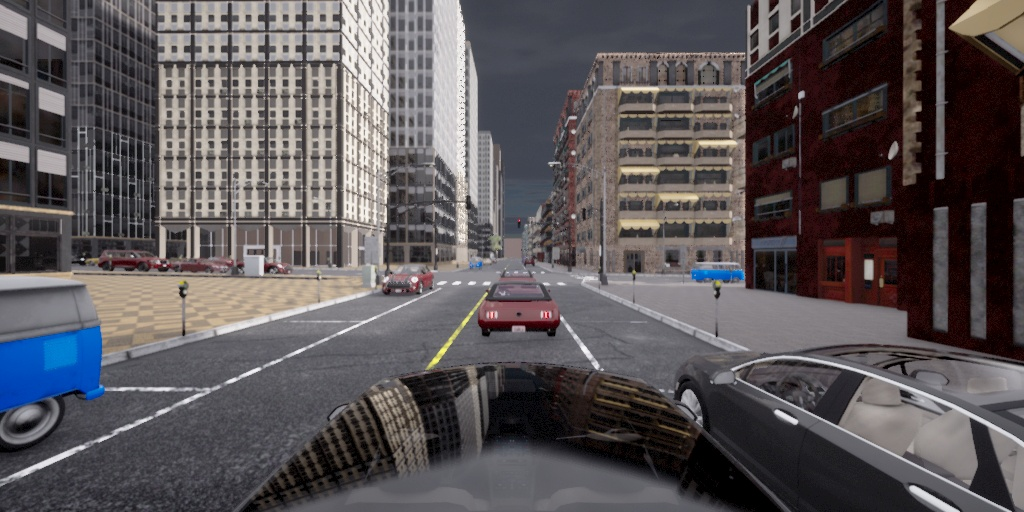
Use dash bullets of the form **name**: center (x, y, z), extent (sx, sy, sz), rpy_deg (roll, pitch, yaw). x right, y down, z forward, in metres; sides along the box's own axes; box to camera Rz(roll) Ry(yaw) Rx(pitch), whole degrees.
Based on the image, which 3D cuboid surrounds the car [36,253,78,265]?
- **car**: center (-48.770, 0.364, 38.958), extent (4.313, 1.339, 1.948), rpy_deg (0, 0, 0)

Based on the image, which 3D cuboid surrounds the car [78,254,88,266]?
- **car**: center (-43.364, 0.431, 38.922), extent (4.829, 1.417, 1.751), rpy_deg (0, 0, 0)

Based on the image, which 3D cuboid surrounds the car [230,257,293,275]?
- **car**: center (-20.888, 0.794, 30.386), extent (4.097, 1.591, 1.967), rpy_deg (0, 0, 0)

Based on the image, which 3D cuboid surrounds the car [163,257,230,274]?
- **car**: center (-26.462, 0.829, 30.424), extent (4.207, 1.307, 1.802), rpy_deg (0, 0, 0)

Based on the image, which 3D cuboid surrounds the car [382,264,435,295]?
- **car**: center (-5.531, 1.174, 19.478), extent (1.967, 1.591, 4.097), rpy_deg (0, 0, 1)

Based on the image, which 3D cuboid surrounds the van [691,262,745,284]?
- **van**: center (17.169, 1.428, 29.987), extent (3.998, 1.789, 1.690), rpy_deg (0, 0, 0)

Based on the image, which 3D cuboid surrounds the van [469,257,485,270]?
- **van**: center (-5.233, 1.056, 51.950), extent (1.690, 1.789, 3.998), rpy_deg (0, 0, 1)

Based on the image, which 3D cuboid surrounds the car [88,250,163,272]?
- **car**: center (-32.036, 0.455, 30.462), extent (5.009, 1.841, 2.192), rpy_deg (0, 0, 0)

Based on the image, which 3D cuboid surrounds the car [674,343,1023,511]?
- **car**: center (2.695, 1.300, 2.455), extent (2.007, 1.370, 4.403), rpy_deg (0, 0, 1)

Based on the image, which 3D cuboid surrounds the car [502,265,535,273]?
- **car**: center (0.247, 1.335, 19.395), extent (1.895, 1.301, 4.718), rpy_deg (0, 0, 0)

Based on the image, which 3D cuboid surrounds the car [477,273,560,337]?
- **car**: center (0.176, 1.343, 10.225), extent (1.895, 1.301, 4.718), rpy_deg (0, 0, 1)

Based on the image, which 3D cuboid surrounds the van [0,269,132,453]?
- **van**: center (-5.685, 1.090, 2.533), extent (1.690, 1.789, 3.998), rpy_deg (0, 0, 1)
